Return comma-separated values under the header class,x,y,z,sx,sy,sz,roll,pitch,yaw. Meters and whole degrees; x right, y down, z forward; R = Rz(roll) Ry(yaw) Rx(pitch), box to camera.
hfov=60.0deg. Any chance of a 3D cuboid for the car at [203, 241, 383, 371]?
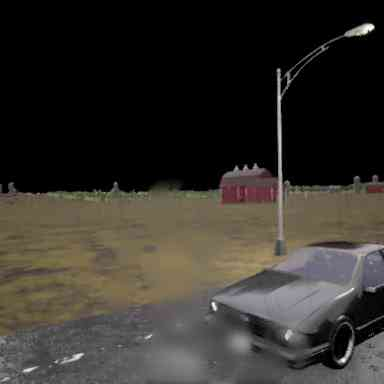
class,x,y,z,sx,sy,sz,roll,pitch,yaw
car,2.776,1.652,6.073,5.357,1.411,2.033,0,-1,-37
